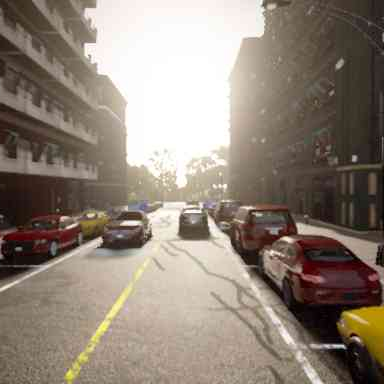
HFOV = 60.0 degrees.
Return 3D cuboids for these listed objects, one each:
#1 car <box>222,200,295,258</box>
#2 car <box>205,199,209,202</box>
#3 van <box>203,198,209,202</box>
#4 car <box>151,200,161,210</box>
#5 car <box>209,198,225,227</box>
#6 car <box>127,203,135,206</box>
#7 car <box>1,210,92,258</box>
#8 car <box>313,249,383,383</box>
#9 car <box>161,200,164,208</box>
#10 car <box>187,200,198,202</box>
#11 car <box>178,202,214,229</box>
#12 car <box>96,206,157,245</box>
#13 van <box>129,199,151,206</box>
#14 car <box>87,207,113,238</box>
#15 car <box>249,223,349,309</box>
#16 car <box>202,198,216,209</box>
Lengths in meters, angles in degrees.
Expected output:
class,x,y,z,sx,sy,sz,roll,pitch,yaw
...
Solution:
class,x,y,z,sx,sy,sz,roll,pitch,yaw
car,2.667,1.414,13.247,2.192,1.841,5.009,-1,0,0
car,2.667,1.803,35.342,1.887,1.381,4.507,-1,0,0
van,2.660,1.678,46.392,1.690,1.788,3.998,-1,0,0
car,-5.715,1.860,46.170,1.752,1.417,4.829,-1,0,0
car,2.665,1.494,24.295,2.192,1.841,5.009,-1,0,0
car,-5.710,1.744,24.243,1.947,1.339,4.313,-1,0,0
car,-5.708,1.642,13.195,1.887,1.381,4.507,-1,0,0
car,2.674,1.544,2.367,1.752,1.417,4.829,-1,0,0
car,-5.814,1.995,57.381,1.802,1.307,4.206,-1,0,0
car,0.089,1.801,44.530,1.882,1.535,5.008,0,0,0
car,0.094,1.658,22.704,2.128,1.511,4.902,0,-1,0
car,-3.065,1.647,16.521,1.812,1.442,4.674,0,-1,0
van,-5.716,1.599,35.293,1.690,1.788,3.998,-1,0,0
car,-5.710,1.662,18.550,1.752,1.417,4.829,-1,0,0
car,2.674,1.640,7.721,1.802,1.307,4.206,-1,0,0
car,2.661,1.816,51.915,1.967,1.590,4.097,-1,0,0
